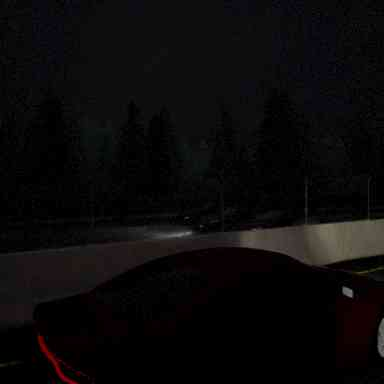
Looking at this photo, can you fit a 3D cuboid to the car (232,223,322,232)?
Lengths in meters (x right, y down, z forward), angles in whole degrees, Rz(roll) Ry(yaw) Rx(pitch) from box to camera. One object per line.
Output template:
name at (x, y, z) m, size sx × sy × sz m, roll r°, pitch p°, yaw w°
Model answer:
car at (3.936, 1.447, 14.732) m, size 4.674 × 1.442 × 1.812 m, roll 0°, pitch 0°, yaw -30°

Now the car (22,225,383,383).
car at (0.694, 1.458, 4.163) m, size 5.008 × 1.535 × 1.882 m, roll 0°, pitch 0°, yaw -34°
